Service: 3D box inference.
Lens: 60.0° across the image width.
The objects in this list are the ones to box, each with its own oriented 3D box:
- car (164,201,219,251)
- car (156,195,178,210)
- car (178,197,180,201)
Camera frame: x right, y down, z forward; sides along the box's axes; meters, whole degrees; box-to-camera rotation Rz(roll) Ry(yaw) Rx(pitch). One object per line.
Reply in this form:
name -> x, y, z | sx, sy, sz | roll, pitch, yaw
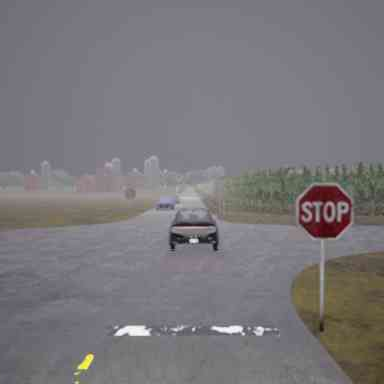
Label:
car -> 0.069, 1.414, 13.940 | 2.128, 1.511, 4.902 | -1, 1, 0
car -> -2.870, 1.189, 37.003 | 1.882, 1.535, 5.008 | 0, 0, 0
car -> -2.868, 1.150, 51.100 | 1.994, 1.385, 4.181 | 0, 1, 0
